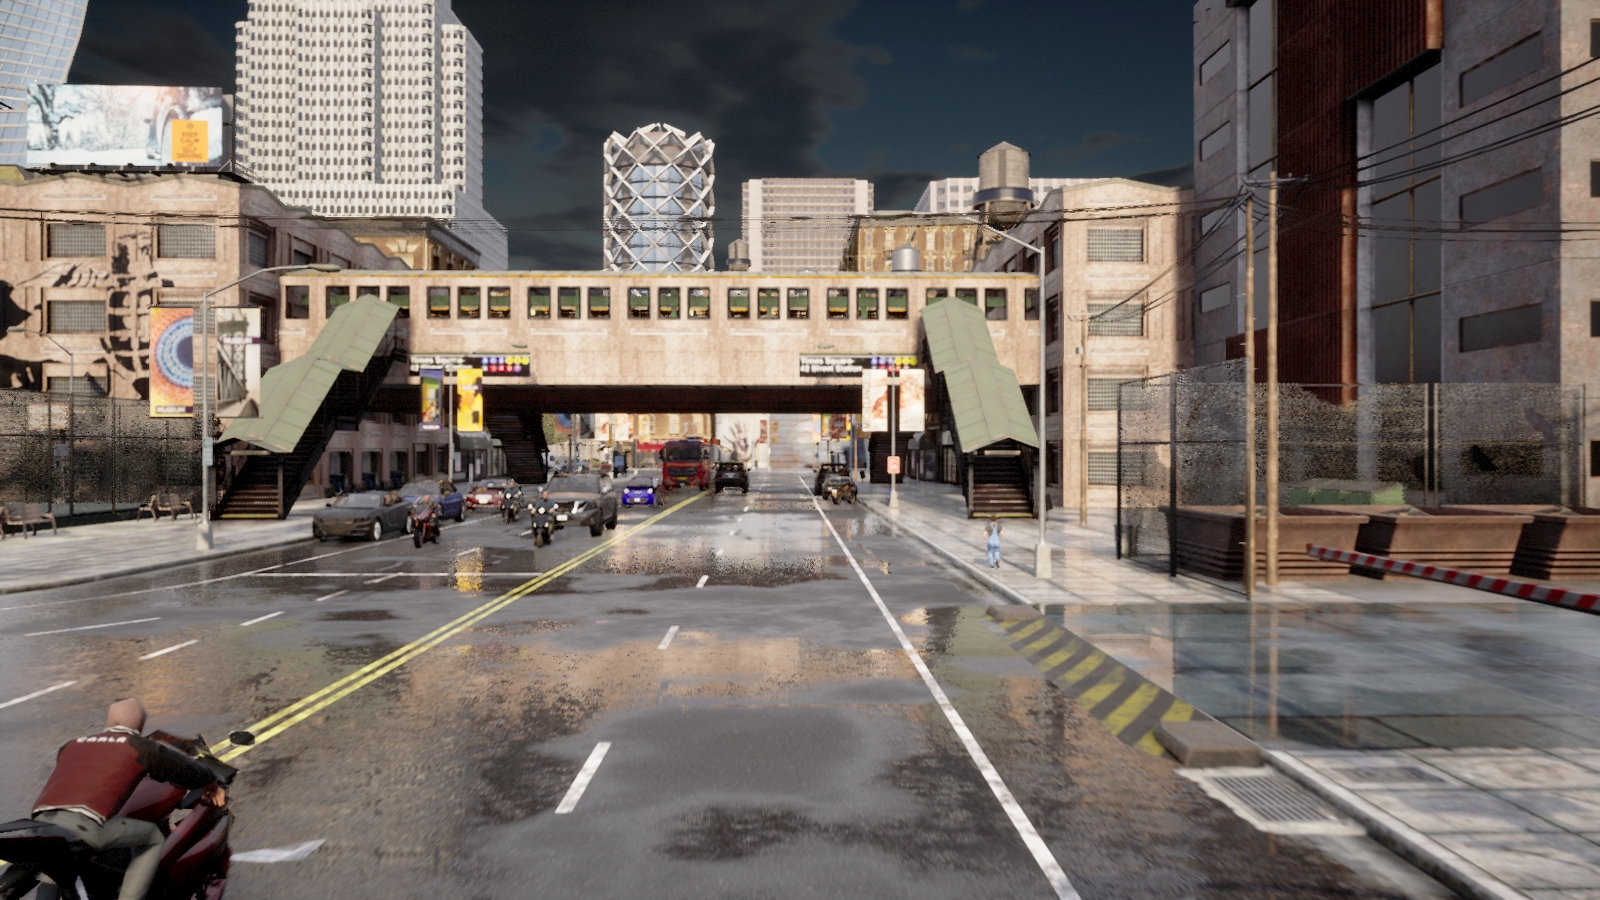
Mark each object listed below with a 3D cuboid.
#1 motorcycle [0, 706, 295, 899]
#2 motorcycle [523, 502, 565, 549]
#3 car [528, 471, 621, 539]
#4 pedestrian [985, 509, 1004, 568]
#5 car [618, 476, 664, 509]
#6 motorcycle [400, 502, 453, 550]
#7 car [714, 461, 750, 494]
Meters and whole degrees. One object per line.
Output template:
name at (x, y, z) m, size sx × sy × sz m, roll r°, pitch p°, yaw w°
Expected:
motorcycle at (-3.549, 2.209, 5.965) m, size 0.867 × 1.251 × 2.209 m, roll 0°, pitch 0°, yaw -1°
motorcycle at (-7.484, 2.199, 33.537) m, size 0.856 × 1.236 × 1.805 m, roll 0°, pitch 0°, yaw -1°
car at (-7.575, 1.800, 38.998) m, size 2.150 × 2.045 × 5.566 m, roll 0°, pitch 0°, yaw -1°
pedestrian at (4.376, 1.989, 25.702) m, size 0.375 × 1.300 × 0.375 m, roll 0°, pitch 0°, yaw 4°
car at (-7.838, 2.066, 56.636) m, size 1.845 × 1.501 × 3.633 m, roll 0°, pitch 0°, yaw -1°
motorcycle at (-10.988, 2.223, 33.683) m, size 0.867 × 1.251 × 2.209 m, roll 0°, pitch 0°, yaw -1°
car at (-4.569, 1.818, 77.299) m, size 2.150 × 2.045 × 5.566 m, roll 0°, pitch 0°, yaw -1°
